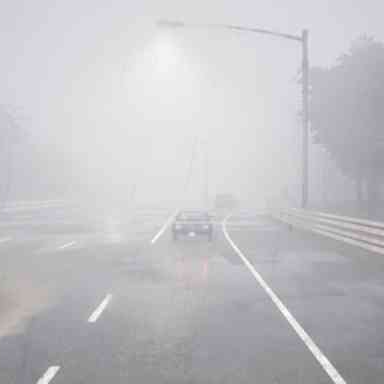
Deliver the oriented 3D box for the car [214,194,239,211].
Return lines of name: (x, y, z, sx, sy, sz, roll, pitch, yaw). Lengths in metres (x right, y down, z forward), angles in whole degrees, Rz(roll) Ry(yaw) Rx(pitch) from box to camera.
car: (4.286, 1.202, 40.977, 2.150, 2.045, 5.566, 0, 0, 18)

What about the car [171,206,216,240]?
car: (0.084, 1.584, 16.939, 1.895, 1.301, 4.718, 0, 0, 2)
